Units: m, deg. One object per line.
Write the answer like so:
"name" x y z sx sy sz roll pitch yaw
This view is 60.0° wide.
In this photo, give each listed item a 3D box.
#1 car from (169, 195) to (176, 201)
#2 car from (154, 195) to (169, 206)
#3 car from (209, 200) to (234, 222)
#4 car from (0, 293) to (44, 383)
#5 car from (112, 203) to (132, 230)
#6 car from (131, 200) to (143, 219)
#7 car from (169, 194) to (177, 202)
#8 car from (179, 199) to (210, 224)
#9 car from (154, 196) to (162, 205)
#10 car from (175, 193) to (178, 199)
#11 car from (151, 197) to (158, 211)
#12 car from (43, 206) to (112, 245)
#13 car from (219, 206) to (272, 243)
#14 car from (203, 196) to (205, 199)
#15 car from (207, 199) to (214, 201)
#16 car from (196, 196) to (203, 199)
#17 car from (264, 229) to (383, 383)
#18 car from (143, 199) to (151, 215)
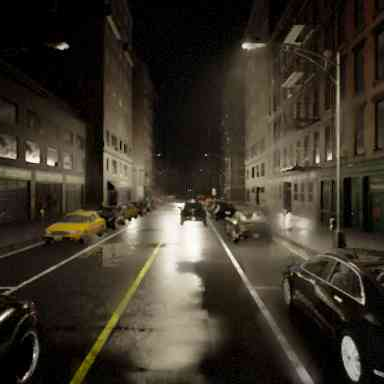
"car" -5.382 1.571 91.021 1.752 1.417 4.829 0 0 0
"car" -5.384 1.353 53.819 2.192 1.841 5.009 0 0 0
"car" 2.639 1.591 26.746 1.947 1.339 4.313 0 0 0
"car" -2.842 1.567 2.471 1.994 1.385 4.181 0 0 0
"car" -5.386 1.586 21.343 1.947 1.339 4.313 0 0 0
"car" -5.386 1.550 26.585 1.752 1.417 4.829 0 0 0
"car" -5.383 1.595 80.283 2.008 1.369 4.403 0 0 0
"car" 0.099 1.530 24.660 1.837 1.490 4.892 0 1 0
"car" -5.385 1.585 42.994 2.008 1.369 4.403 0 0 0
"car" -5.382 1.590 85.737 1.887 1.381 4.507 0 0 0
"car" -5.385 1.583 37.581 2.008 1.369 4.403 0 0 0
"car" -5.387 1.540 15.760 1.752 1.417 4.829 0 0 0
"car" 2.638 1.566 15.921 2.008 1.369 4.403 0 0 0
"car" 2.640 1.560 43.155 1.752 1.417 4.829 0 0 0
"car" 2.640 1.595 32.159 1.947 1.339 4.313 0 0 0
"car" 0.100 1.598 42.522 1.994 1.385 4.181 0 0 0
"car" 2.638 1.556 5.095 2.008 1.369 4.403 0 0 0
"car" -5.386 1.611 32.168 1.802 1.307 4.206 0 0 0
